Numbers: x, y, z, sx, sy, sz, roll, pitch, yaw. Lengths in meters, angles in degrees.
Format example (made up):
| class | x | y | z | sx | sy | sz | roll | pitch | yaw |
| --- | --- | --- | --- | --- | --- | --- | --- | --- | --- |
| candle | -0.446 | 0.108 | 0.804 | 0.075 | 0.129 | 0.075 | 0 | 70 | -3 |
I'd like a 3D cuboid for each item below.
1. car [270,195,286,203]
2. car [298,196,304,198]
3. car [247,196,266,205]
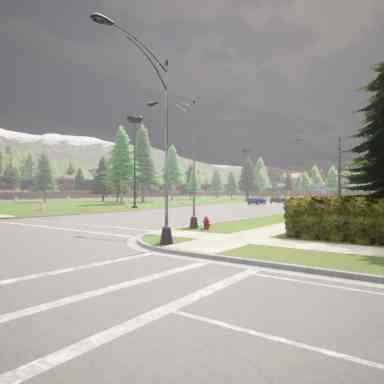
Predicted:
| class | x | y | z | sx | sy | sz | roll | pitch | yaw |
| --- | --- | --- | --- | --- | --- | --- | --- | --- | --- |
| car | 17.536 | 1.353 | 67.396 | 2.097 | 1.767 | 4.553 | 0 | 0 | 36 |
| car | 18.756 | 1.478 | 57.136 | 1.882 | 1.535 | 5.008 | 0 | 0 | 36 |
| car | 11.588 | 1.477 | 59.169 | 1.882 | 1.535 | 5.008 | 0 | 0 | 36 |
